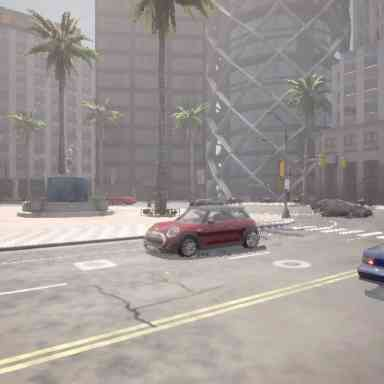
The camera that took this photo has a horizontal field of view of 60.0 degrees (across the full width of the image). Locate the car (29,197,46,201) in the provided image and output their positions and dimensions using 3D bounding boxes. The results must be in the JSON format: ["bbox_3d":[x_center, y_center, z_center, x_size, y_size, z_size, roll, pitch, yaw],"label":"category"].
[{"bbox_3d":[-27.950,1.564,61.657,4.181,1.385,1.994,0,0,-10],"label":"car"}]

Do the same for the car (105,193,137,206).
[{"bbox_3d":[-11.974,1.221,54.939,5.566,2.045,2.150,0,0,9],"label":"car"}]

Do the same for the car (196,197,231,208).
[{"bbox_3d":[3.049,1.525,47.796,4.674,1.442,1.812,0,0,38],"label":"car"}]

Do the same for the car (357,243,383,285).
[{"bbox_3d":[6.233,1.547,8.220,5.357,1.411,2.033,0,0,-35],"label":"car"}]

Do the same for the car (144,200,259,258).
[{"bbox_3d":[0.441,1.352,12.895,4.553,1.767,2.097,0,0,-35],"label":"car"}]

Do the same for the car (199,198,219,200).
[{"bbox_3d":[1.993,1.601,44.243,4.718,1.301,1.895,0,0,40],"label":"car"}]

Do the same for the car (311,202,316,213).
[{"bbox_3d":[14.554,1.493,33.965,2.128,1.511,4.902,0,0,-36],"label":"car"}]

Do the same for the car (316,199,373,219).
[{"bbox_3d":[13.586,1.564,29.333,1.994,1.385,4.181,0,0,-36],"label":"car"}]

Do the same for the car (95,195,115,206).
[{"bbox_3d":[-15.029,1.525,51.813,4.674,1.442,1.812,0,0,6],"label":"car"}]
